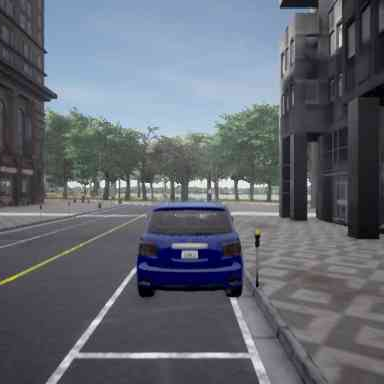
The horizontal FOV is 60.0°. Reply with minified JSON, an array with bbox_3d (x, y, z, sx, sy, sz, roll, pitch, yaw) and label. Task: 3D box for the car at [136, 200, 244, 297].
[{"bbox_3d":[-0.039,1.219,8.680,2.150,2.045,5.566,0,0,0],"label":"car"}]
